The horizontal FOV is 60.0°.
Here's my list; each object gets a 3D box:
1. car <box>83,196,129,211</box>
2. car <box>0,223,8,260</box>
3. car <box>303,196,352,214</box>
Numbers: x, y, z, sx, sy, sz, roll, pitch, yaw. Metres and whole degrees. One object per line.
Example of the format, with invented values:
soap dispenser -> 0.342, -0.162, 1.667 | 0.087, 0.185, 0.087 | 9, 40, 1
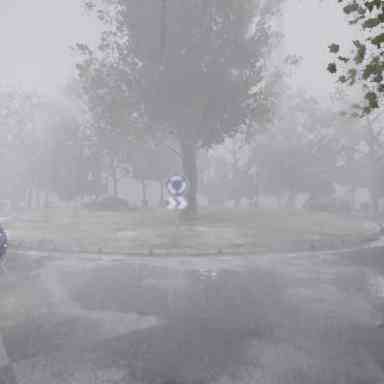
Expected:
car -> -9.714, 1.245, 37.750 | 5.008, 1.535, 1.882 | 0, 0, -31
car -> -8.167, 1.154, 10.313 | 5.566, 2.045, 2.150 | 0, 1, 30
car -> 13.121, 1.169, 32.542 | 2.097, 1.767, 4.553 | 0, 1, -27
